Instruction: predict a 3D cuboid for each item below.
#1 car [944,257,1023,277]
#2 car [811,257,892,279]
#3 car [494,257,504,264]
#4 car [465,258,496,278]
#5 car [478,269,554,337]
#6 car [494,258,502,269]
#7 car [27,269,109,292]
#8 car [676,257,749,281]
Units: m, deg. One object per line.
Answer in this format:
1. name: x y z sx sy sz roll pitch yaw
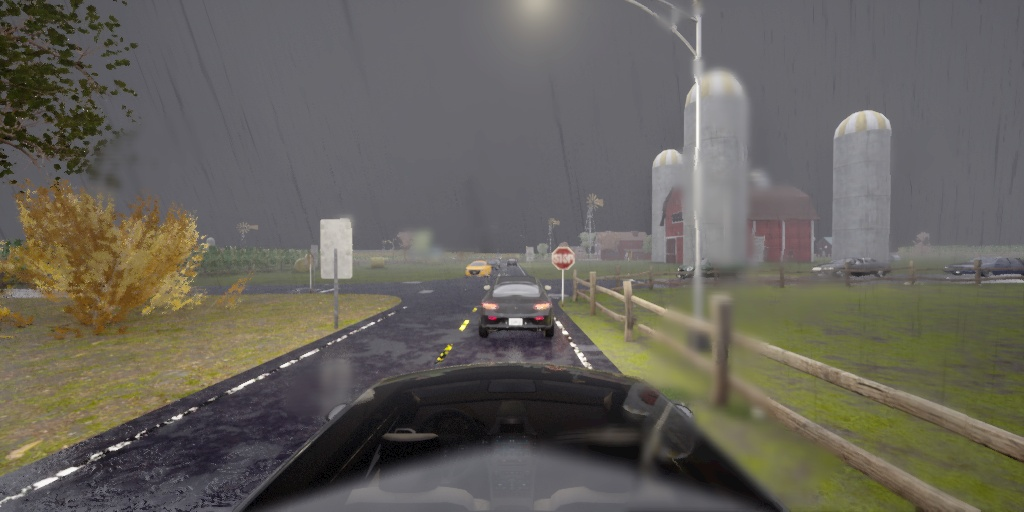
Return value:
1. car: 34.874 0.754 25.991 5.357 1.411 2.033 -1 1 -1
2. car: 24.465 0.844 25.925 4.902 1.511 2.128 -1 1 0
3. car: -2.781 1.275 59.687 1.837 1.490 4.892 0 0 1
4. car: -3.099 1.228 34.303 1.882 1.535 5.008 0 0 5
5. car: 0.146 1.273 10.141 1.812 1.442 4.674 0 0 2
6. car: -2.827 1.307 48.588 2.033 1.411 5.357 0 0 0
7. car: -31.257 1.672 25.555 4.892 1.490 1.837 -1 1 0
8. car: 14.297 0.851 25.852 4.553 1.767 2.097 -1 1 0
